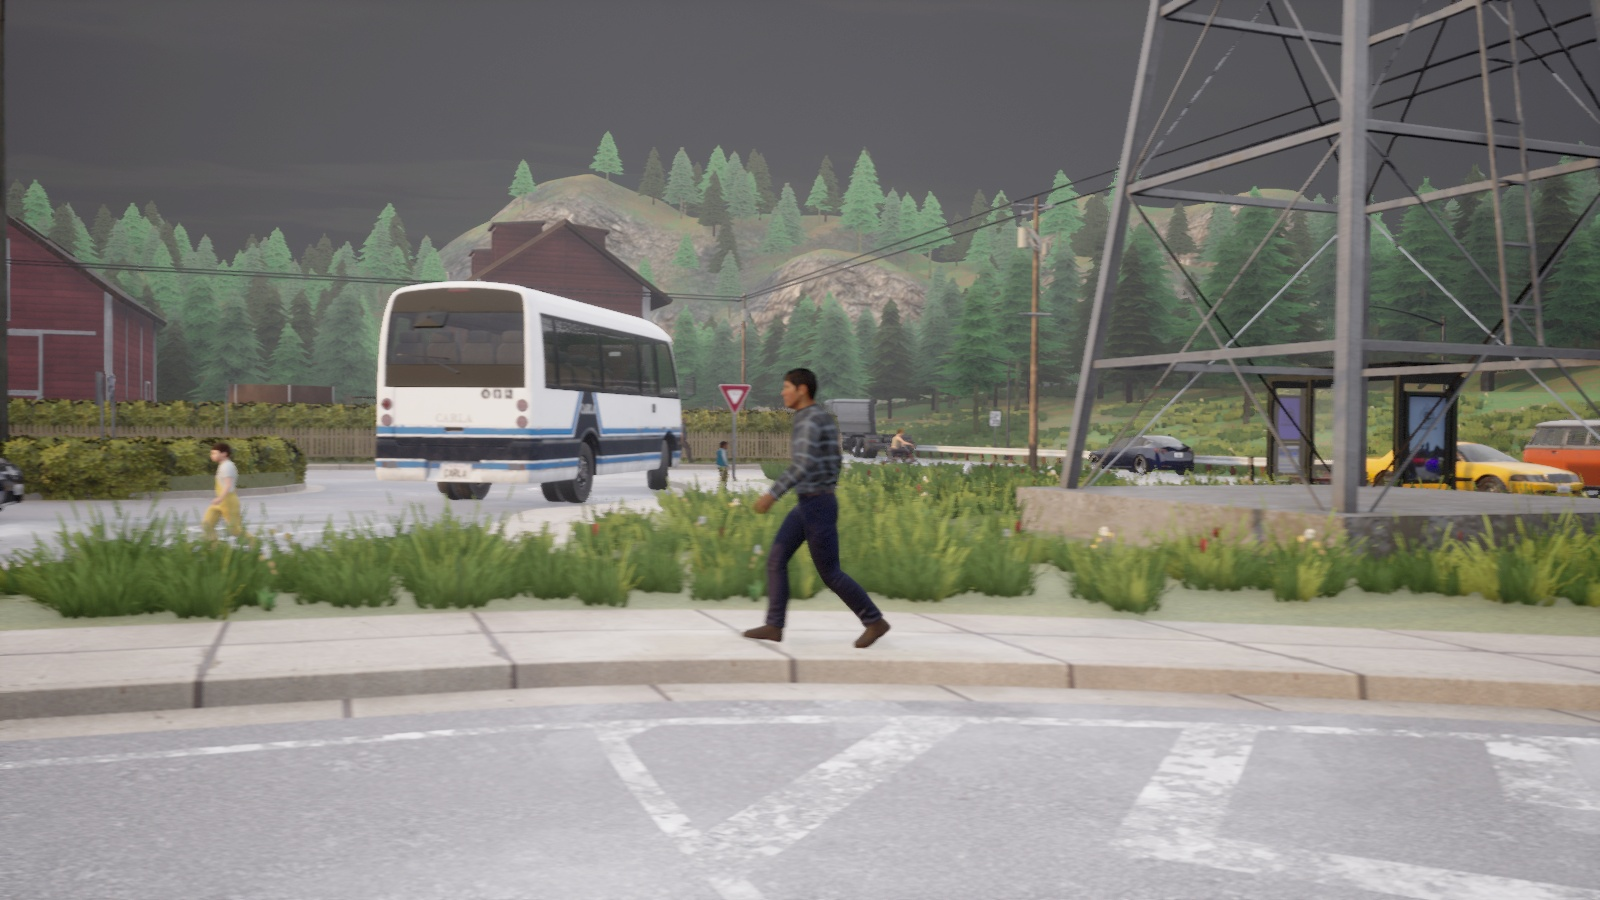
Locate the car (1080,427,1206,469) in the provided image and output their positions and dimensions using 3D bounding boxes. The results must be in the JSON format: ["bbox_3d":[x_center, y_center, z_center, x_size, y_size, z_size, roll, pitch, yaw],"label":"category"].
[{"bbox_3d":[12.718,-0.102,46.894,2.163,1.488,4.792,-1,1,-20],"label":"car"}]

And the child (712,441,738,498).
[{"bbox_3d":[-1.611,0.416,26.929,0.448,1.192,0.343,-1,1,-20],"label":"child"}]

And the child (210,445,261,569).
[{"bbox_3d":[-5.896,0.583,13.115,0.437,1.263,0.270,-1,1,-31],"label":"child"}]

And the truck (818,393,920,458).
[{"bbox_3d":[3.792,-1.391,71.658,2.891,3.462,7.936,-1,1,-20],"label":"truck"}]

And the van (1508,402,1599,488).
[{"bbox_3d":[19.073,-0.130,29.221,1.775,1.987,4.442,-1,1,-20],"label":"van"}]

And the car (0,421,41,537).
[{"bbox_3d":[-14.059,0.434,18.074,5.027,1.651,2.152,-1,1,-21],"label":"car"}]

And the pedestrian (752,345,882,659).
[{"bbox_3d":[0.106,0.322,8.025,0.788,1.949,0.423,-1,1,0],"label":"pedestrian"}]

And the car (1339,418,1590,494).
[{"bbox_3d":[15.312,0.096,29.346,1.801,1.575,5.366,-1,1,-20],"label":"car"}]

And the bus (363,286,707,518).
[{"bbox_3d":[-5.350,-0.983,28.407,3.944,4.253,10.273,0,1,11],"label":"bus"}]

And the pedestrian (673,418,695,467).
[{"bbox_3d":[-4.403,-0.276,47.765,0.694,1.848,0.540,-1,1,-21],"label":"pedestrian"}]

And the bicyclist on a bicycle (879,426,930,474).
[{"bbox_3d":[3.571,-0.002,42.890,1.509,1.612,0.866,-1,1,-21],"label":"bicyclist on a bicycle"}]
